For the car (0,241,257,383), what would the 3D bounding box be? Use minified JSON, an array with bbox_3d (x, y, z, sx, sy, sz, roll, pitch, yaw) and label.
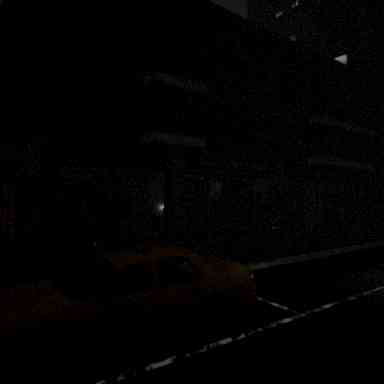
[{"bbox_3d":[-1.077,1.526,5.305,4.829,1.417,1.752,0,2,-35],"label":"car"}]
